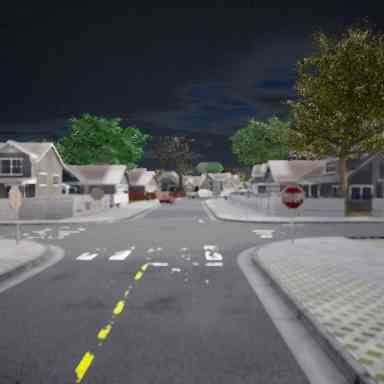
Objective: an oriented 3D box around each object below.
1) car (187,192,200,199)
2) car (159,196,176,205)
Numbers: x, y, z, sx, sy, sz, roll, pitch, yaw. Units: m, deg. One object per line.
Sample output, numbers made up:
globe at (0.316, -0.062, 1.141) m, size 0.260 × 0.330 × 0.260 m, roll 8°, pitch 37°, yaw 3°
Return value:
car at (0.379, 0.697, 72.716) m, size 1.882 × 1.535 × 5.008 m, roll 0°, pitch 1°, yaw 14°
car at (-3.522, 1.169, 47.667) m, size 1.895 × 1.301 × 4.718 m, roll 0°, pitch 1°, yaw 4°
